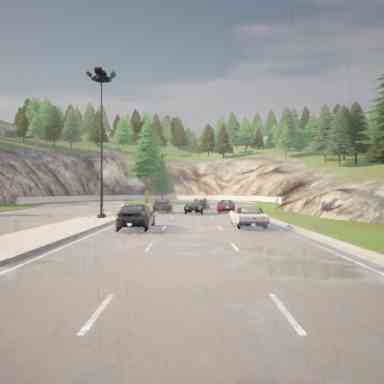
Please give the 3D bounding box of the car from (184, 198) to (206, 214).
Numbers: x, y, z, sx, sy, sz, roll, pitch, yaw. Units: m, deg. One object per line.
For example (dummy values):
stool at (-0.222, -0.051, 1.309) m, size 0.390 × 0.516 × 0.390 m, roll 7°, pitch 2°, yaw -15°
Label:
car at (0.228, 1.601, 34.530) m, size 1.895 × 1.301 × 4.718 m, roll 0°, pitch 0°, yaw 2°

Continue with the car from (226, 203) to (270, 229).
car at (3.600, 1.601, 21.597) m, size 1.895 × 1.301 × 4.718 m, roll 0°, pitch 0°, yaw 0°

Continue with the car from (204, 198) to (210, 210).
car at (1.222, 1.491, 43.799) m, size 2.128 × 1.511 × 4.902 m, roll 0°, pitch 0°, yaw 11°

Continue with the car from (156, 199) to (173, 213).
car at (-3.182, 1.492, 36.784) m, size 2.128 × 1.511 × 4.902 m, roll 0°, pitch 0°, yaw 2°

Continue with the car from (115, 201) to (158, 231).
car at (-3.400, 1.504, 20.463) m, size 1.837 × 1.490 × 4.892 m, roll 0°, pitch 0°, yaw 0°

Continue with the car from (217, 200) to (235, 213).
car at (3.834, 1.564, 37.245) m, size 1.994 × 1.385 × 4.181 m, roll 0°, pitch 0°, yaw 2°
